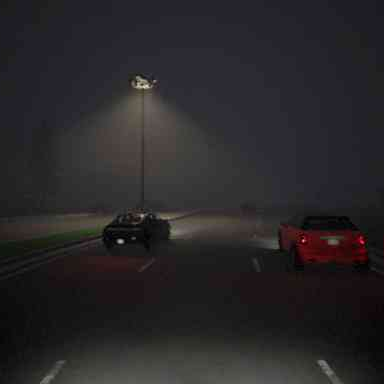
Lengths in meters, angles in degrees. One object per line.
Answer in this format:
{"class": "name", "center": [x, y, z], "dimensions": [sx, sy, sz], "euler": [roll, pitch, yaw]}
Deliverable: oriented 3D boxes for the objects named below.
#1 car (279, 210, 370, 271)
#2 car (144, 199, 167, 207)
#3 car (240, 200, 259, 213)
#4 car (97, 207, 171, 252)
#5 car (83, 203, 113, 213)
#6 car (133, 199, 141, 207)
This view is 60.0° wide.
{"class": "car", "center": [4.296, 1.460, 11.544], "dimensions": [2.097, 1.767, 4.553], "euler": [0, -1, 8]}
{"class": "car", "center": [-4.580, 1.919, 43.368], "dimensions": [1.837, 1.490, 4.892], "euler": [0, -1, 13]}
{"class": "car", "center": [7.506, 1.937, 43.839], "dimensions": [1.812, 1.442, 4.674], "euler": [0, 0, 13]}
{"class": "car", "center": [-2.258, 1.634, 14.749], "dimensions": [2.128, 1.511, 4.902], "euler": [0, -1, 9]}
{"class": "car", "center": [-11.937, 2.011, 42.568], "dimensions": [1.895, 1.301, 4.718], "euler": [0, -1, 13]}
{"class": "car", "center": [-6.947, 1.817, 48.763], "dimensions": [2.097, 1.767, 4.553], "euler": [0, 0, 13]}
